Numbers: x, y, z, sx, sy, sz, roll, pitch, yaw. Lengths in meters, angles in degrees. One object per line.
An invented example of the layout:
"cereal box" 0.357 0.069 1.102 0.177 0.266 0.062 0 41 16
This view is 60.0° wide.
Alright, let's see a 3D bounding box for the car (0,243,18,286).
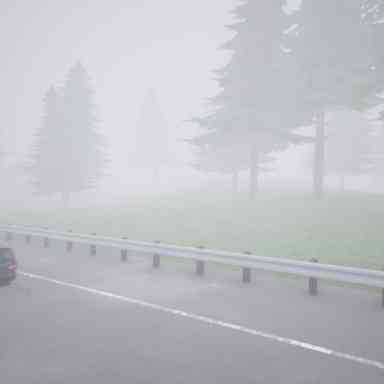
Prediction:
"car" -6.052 1.519 7.999 4.674 1.442 1.812 0 0 33
